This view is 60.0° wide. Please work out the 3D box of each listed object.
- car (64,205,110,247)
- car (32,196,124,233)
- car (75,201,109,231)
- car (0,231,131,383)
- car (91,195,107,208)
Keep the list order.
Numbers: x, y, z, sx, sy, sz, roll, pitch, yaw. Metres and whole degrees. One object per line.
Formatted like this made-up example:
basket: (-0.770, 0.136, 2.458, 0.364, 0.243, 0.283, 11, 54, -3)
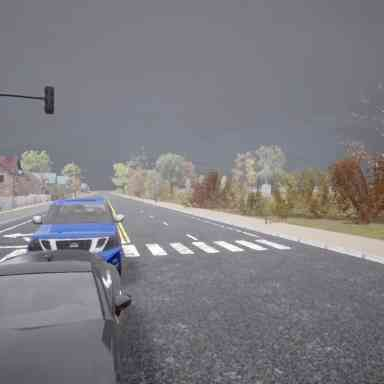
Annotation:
car: (-4.960, 1.498, 16.147, 1.837, 1.490, 4.892, 0, 0, -15)
car: (-3.342, 1.218, 10.064, 2.150, 2.045, 5.566, 0, 0, -15)
car: (-6.491, 1.467, 21.902, 1.882, 1.535, 5.008, 0, 0, -15)
car: (-1.743, 1.524, 3.965, 1.812, 1.442, 4.674, 0, 0, -12)
car: (-13.731, 1.311, 49.151, 2.097, 1.767, 4.553, 0, 0, -15)
